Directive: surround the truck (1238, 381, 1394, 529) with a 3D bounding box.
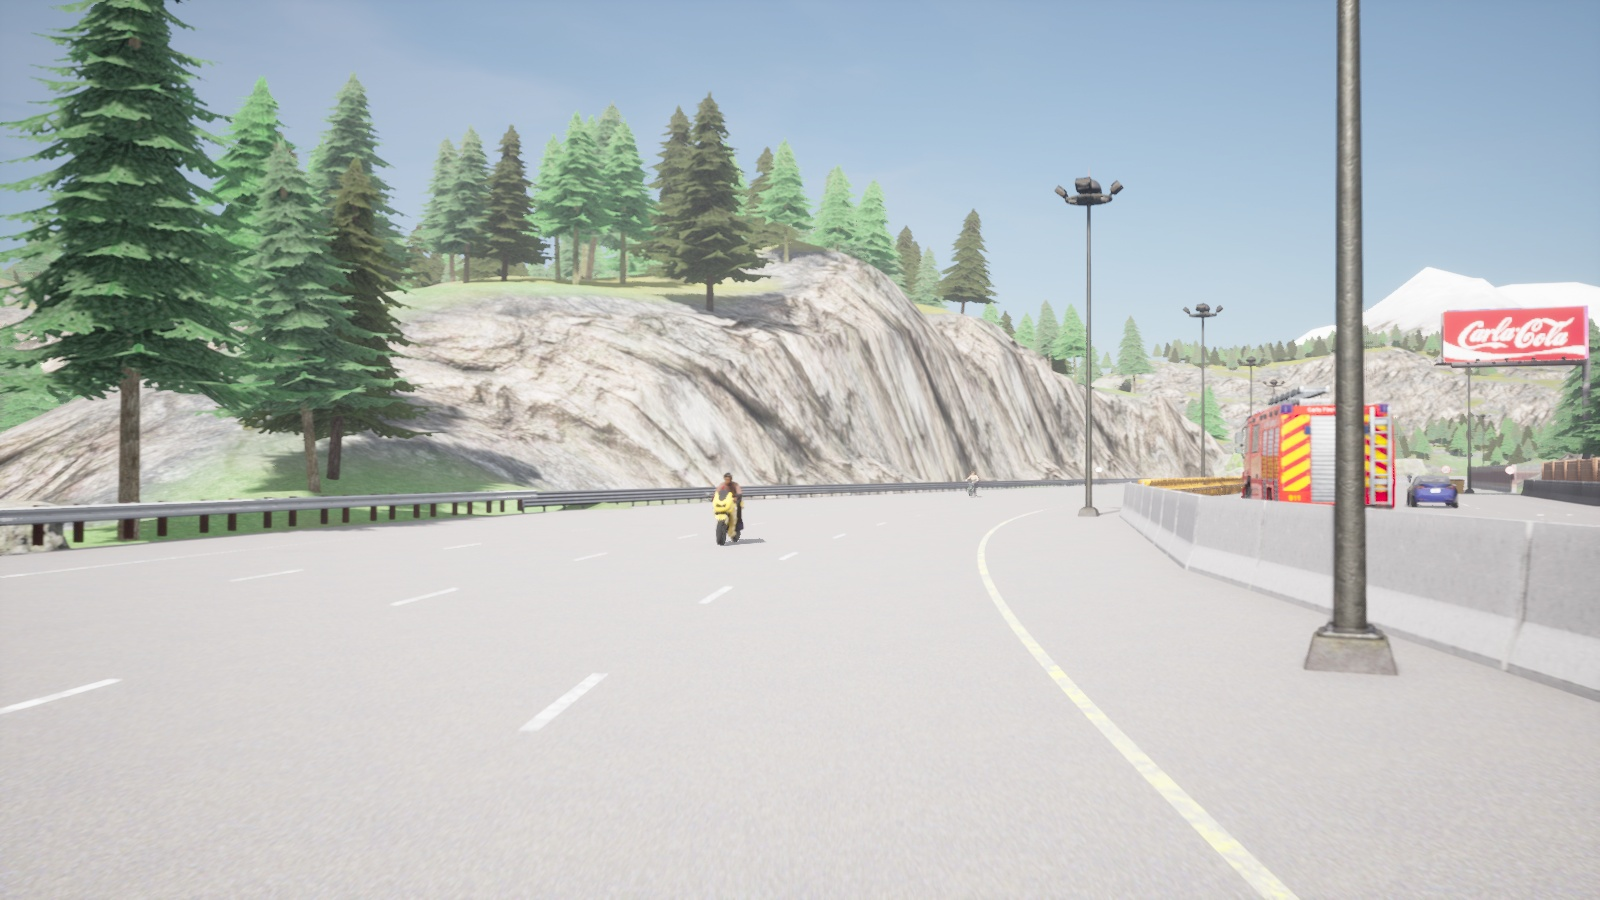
[{"bbox_3d":[14.846,0.207,36.800,2.891,3.827,8.468,-1,-1,13],"label":"truck"}]

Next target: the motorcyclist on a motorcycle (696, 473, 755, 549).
[{"bbox_3d":[-1.530,1.242,26.271,0.797,1.523,2.044,1,-1,9],"label":"motorcyclist on a motorcycle"}]

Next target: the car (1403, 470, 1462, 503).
[{"bbox_3d":[29.858,1.691,59.377,2.163,1.488,4.792,-1,-1,23],"label":"car"}]
